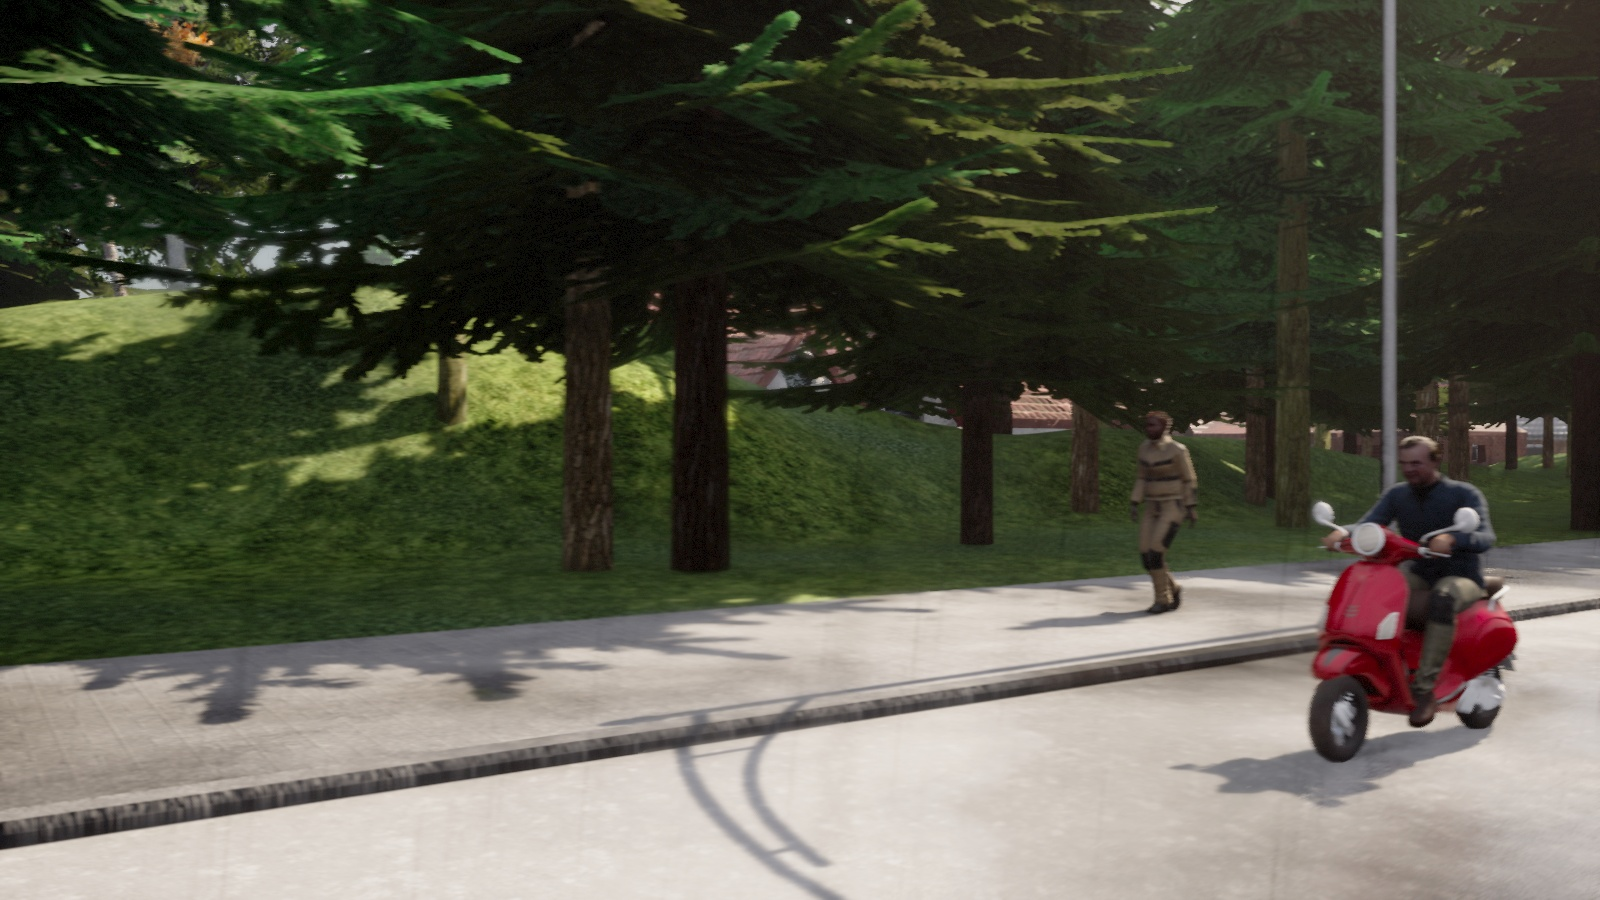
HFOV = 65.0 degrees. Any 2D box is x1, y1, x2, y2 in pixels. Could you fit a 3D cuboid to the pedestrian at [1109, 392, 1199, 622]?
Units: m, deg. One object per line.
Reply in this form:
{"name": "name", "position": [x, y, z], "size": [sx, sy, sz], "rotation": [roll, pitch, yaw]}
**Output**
{"name": "pedestrian", "position": [3.073, 0.477, 10.908], "size": [0.692, 1.930, 0.396], "rotation": [0, 0, -35]}

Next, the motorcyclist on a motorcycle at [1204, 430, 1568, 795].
{"name": "motorcyclist on a motorcycle", "position": [2.979, 0.709, 6.337], "size": [1.817, 1.590, 0.866], "rotation": [0, 0, -35]}
